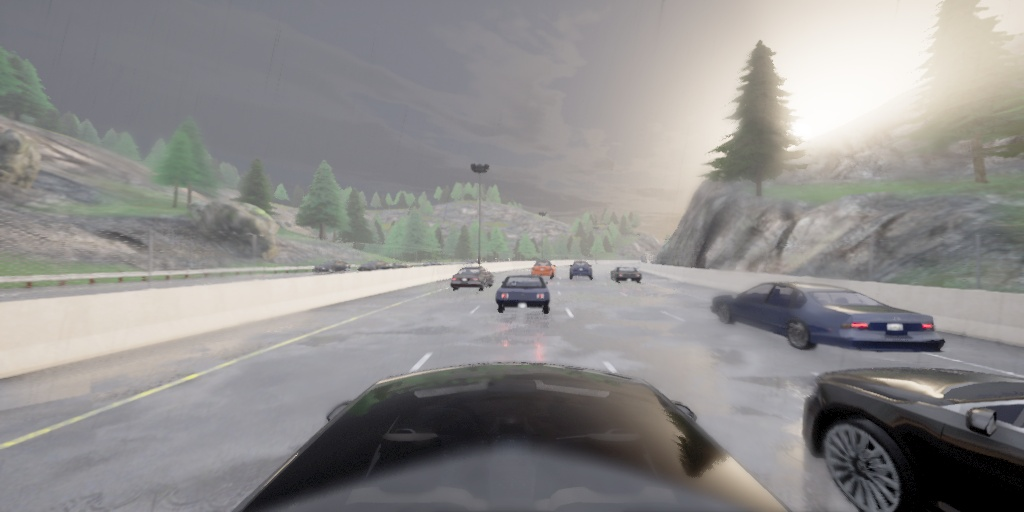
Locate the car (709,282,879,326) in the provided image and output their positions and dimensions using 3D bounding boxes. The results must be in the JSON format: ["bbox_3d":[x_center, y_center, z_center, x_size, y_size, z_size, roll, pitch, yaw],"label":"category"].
[{"bbox_3d":[7.215,1.370,9.147,2.033,1.411,5.357,0,0,3],"label":"car"}]

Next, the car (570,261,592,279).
[{"bbox_3d":[6.791,1.265,35.394,2.097,1.767,4.553,0,0,10],"label":"car"}]

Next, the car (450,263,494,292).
[{"bbox_3d":[-2.335,1.355,22.197,2.033,1.411,5.357,0,0,6],"label":"car"}]

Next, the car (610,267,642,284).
[{"bbox_3d":[9.174,1.508,29.216,1.895,1.301,4.718,0,0,9],"label":"car"}]

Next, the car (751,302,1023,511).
[{"bbox_3d":[3.627,1.264,1.336,2.128,1.511,4.902,0,0,0],"label":"car"}]

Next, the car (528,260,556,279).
[{"bbox_3d":[3.176,1.241,35.152,2.097,1.767,4.553,0,0,10],"label":"car"}]

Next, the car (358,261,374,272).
[{"bbox_3d":[-16.731,1.299,43.865,1.837,1.490,4.892,0,-1,12],"label":"car"}]

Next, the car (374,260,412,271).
[{"bbox_3d":[-13.607,1.406,41.767,1.895,1.301,4.718,0,0,12],"label":"car"}]

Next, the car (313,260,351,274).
[{"bbox_3d":[-20.769,1.262,41.529,1.837,1.490,4.892,0,0,11],"label":"car"}]

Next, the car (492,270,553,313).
[{"bbox_3d":[0.517,1.399,14.400,1.895,1.301,4.718,0,0,4],"label":"car"}]

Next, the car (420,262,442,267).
[{"bbox_3d":[-9.686,1.401,43.390,1.994,1.385,4.181,0,0,12],"label":"car"}]
